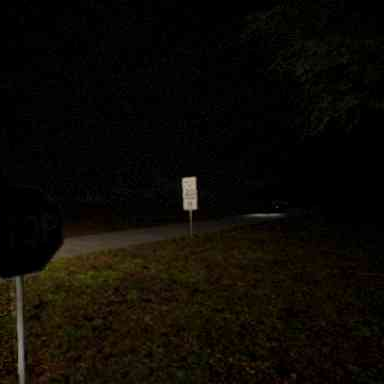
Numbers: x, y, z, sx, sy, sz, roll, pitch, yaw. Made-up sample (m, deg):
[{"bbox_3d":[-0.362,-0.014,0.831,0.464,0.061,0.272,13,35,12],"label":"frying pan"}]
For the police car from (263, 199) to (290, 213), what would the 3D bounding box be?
[{"bbox_3d":[10.205,1.671,40.197,1.930,1.638,5.238,-4,-2,35],"label":"police car"}]
